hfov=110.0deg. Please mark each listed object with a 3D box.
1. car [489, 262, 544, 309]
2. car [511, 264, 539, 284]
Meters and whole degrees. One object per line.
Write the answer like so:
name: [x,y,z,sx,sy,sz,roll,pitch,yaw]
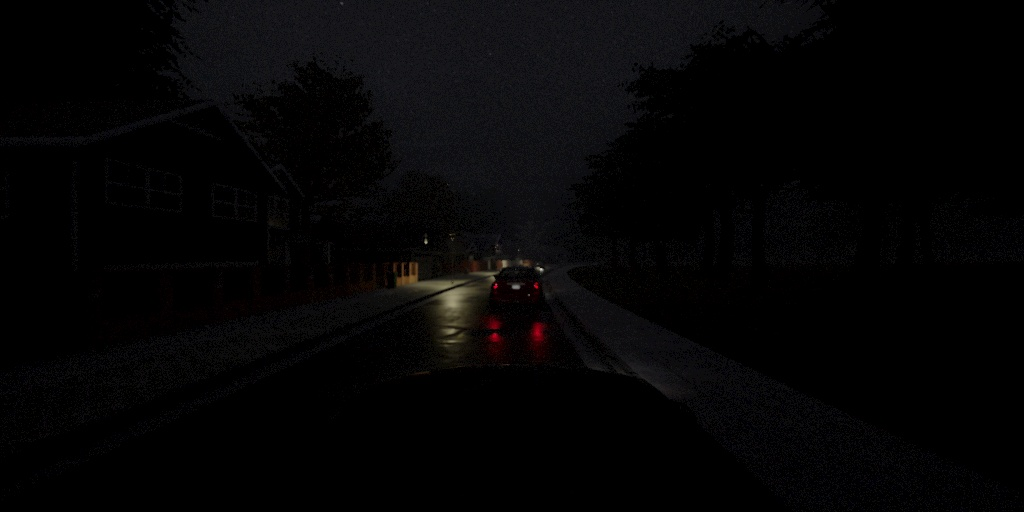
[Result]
car: [0.238,1.236,15.827,2.097,1.767,4.553,0,-1,2]
car: [1.233,1.520,30.973,2.128,1.511,4.902,0,0,5]
